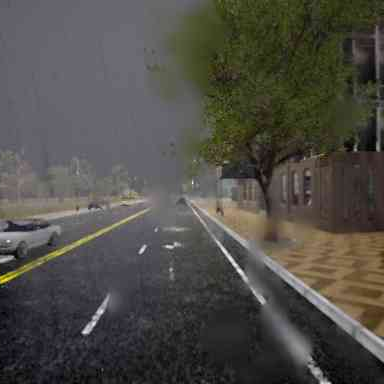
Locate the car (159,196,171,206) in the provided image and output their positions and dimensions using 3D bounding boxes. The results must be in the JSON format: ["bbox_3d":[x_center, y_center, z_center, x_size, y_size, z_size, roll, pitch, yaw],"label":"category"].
[{"bbox_3d":[-5.224,1.901,62.012,2.033,1.411,5.357,-1,0,-2],"label":"car"}]

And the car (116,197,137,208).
[{"bbox_3d":[-7.755,1.256,39.837,2.097,1.767,4.553,-1,0,-2],"label":"car"}]

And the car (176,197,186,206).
[{"bbox_3d":[-1.976,1.816,62.119,1.837,1.490,4.892,-1,0,-2],"label":"car"}]

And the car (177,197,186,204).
[{"bbox_3d":[-2.320,1.788,72.563,1.895,1.301,4.718,-1,0,-2],"label":"car"}]

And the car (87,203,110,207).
[{"bbox_3d":[-10.999,1.483,39.699,2.033,1.411,5.357,-1,0,-2],"label":"car"}]

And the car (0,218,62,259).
[{"bbox_3d":[-6.970,1.755,13.324,1.895,1.301,4.718,-1,0,-2],"label":"car"}]

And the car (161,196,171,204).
[{"bbox_3d":[-5.568,1.712,72.427,1.882,1.535,5.008,-1,0,-2],"label":"car"}]
